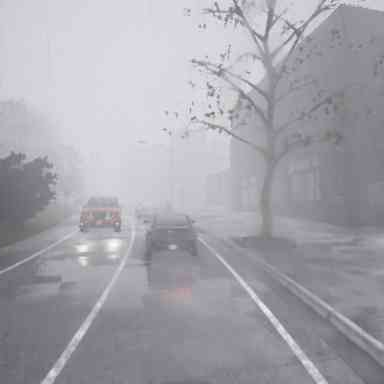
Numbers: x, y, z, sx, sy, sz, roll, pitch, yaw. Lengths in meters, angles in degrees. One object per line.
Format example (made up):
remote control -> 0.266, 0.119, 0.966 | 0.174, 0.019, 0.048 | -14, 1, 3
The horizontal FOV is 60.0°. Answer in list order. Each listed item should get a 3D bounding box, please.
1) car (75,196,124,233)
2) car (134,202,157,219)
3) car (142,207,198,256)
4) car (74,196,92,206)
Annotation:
car -> -5.350, 1.248, 20.158 | 2.150, 2.045, 5.566 | 1, 0, -10
car -> -4.111, 1.644, 30.094 | 1.812, 1.442, 4.674 | 1, -1, -15
car -> -0.877, 1.547, 13.252 | 1.837, 1.490, 4.892 | 1, 0, -6
car -> -19.152, 1.505, 58.149 | 2.128, 1.511, 4.902 | 3, -1, -28
